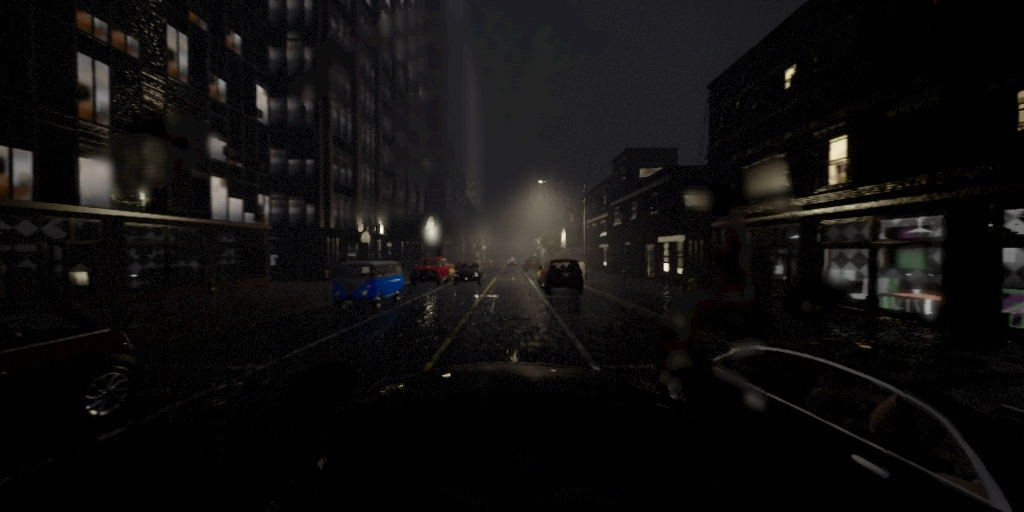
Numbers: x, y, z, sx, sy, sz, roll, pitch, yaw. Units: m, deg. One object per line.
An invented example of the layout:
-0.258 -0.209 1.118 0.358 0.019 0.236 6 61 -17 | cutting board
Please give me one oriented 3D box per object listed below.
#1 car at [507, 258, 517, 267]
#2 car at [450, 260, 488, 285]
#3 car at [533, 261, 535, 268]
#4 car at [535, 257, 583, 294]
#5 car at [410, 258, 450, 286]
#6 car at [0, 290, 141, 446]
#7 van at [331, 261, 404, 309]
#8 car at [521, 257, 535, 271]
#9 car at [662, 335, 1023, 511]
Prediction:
0.001 1.344 65.239 1.895 1.301 4.718 0 0 0 | car
-3.007 1.260 25.990 1.837 1.490 4.892 0 0 0 | car
2.689 1.273 25.804 1.751 1.417 4.829 0 0 0 | car
2.689 1.063 20.100 2.192 1.841 5.009 0 0 0 | car
-5.692 1.063 25.644 2.192 1.841 5.009 0 0 0 | car
-5.704 1.190 2.778 1.967 1.591 4.097 0 0 0 | car
-5.692 1.091 14.575 1.690 1.789 3.998 0 0 0 | van
2.690 1.061 47.773 2.192 1.841 5.009 0 0 0 | car
2.700 1.300 2.761 2.007 1.370 4.403 0 0 0 | car
